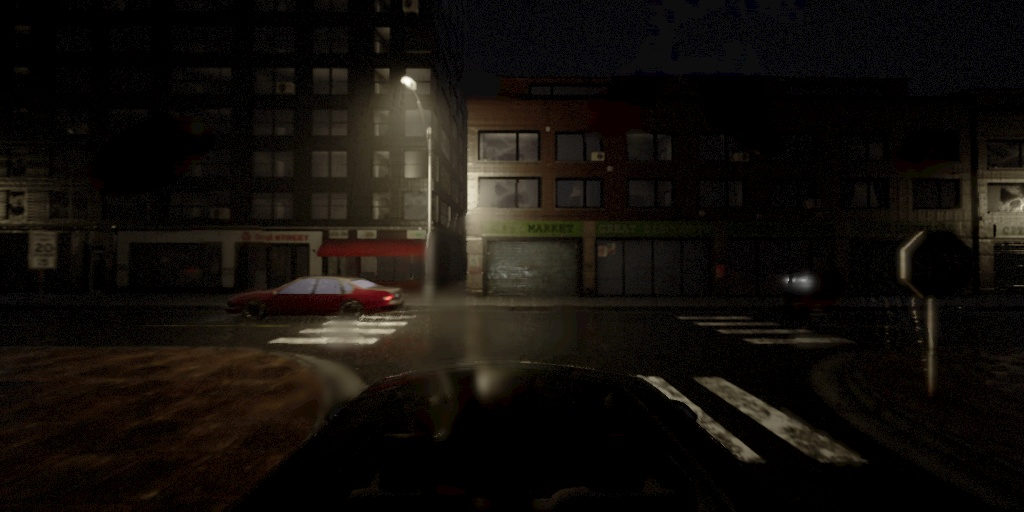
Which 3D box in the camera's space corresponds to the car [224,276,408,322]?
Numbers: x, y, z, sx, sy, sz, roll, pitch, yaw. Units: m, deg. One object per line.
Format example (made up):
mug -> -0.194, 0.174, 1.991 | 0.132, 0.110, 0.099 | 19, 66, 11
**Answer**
car -> -6.338, 1.369, 12.019 | 5.357, 1.411, 2.033 | 0, -1, 0
